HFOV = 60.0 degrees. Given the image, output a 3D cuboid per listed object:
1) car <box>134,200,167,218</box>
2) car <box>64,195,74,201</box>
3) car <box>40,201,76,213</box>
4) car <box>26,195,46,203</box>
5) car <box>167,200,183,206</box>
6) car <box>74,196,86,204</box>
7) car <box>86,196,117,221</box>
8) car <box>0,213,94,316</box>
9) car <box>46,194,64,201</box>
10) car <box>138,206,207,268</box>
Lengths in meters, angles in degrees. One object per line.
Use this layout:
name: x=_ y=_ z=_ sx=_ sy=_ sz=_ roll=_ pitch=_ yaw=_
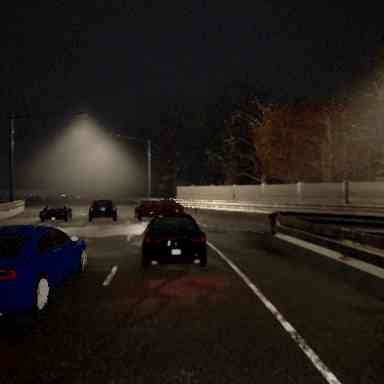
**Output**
car: x=-3.615 y=1.455 z=27.195 sx=1.882 sy=1.535 sz=5.008 roll=0 pitch=-1 yaw=-15
car: x=-26.963 y=1.376 z=72.554 sx=2.128 sy=1.511 sz=4.902 roll=0 pitch=0 yaw=-42
car: x=-10.492 y=1.600 z=25.965 sx=1.895 sy=1.301 sz=4.718 roll=0 pitch=0 yaw=-15
car: x=-32.291 y=1.417 z=68.014 sx=2.033 sy=1.411 sz=5.357 roll=0 pitch=0 yaw=-42
car: x=-2.576 y=1.445 z=30.718 sx=1.882 sy=1.535 sz=5.008 roll=-1 pitch=0 yaw=-30
car: x=-20.713 y=1.462 z=64.327 sx=1.882 sy=1.535 sz=5.008 roll=0 pitch=0 yaw=-34
car: x=-7.241 y=1.341 z=27.113 sx=2.097 sy=1.767 sz=4.553 roll=0 pitch=0 yaw=-14
car: x=-3.810 y=1.480 z=7.536 sx=1.882 sy=1.535 sz=5.008 roll=0 pitch=0 yaw=-4
car: x=-29.627 y=1.404 z=70.284 sx=2.033 sy=1.411 sz=5.357 roll=0 pitch=0 yaw=-42
car: x=-0.689 y=1.465 z=11.344 sx=1.882 sy=1.535 sz=5.008 roll=0 pitch=0 yaw=-6
